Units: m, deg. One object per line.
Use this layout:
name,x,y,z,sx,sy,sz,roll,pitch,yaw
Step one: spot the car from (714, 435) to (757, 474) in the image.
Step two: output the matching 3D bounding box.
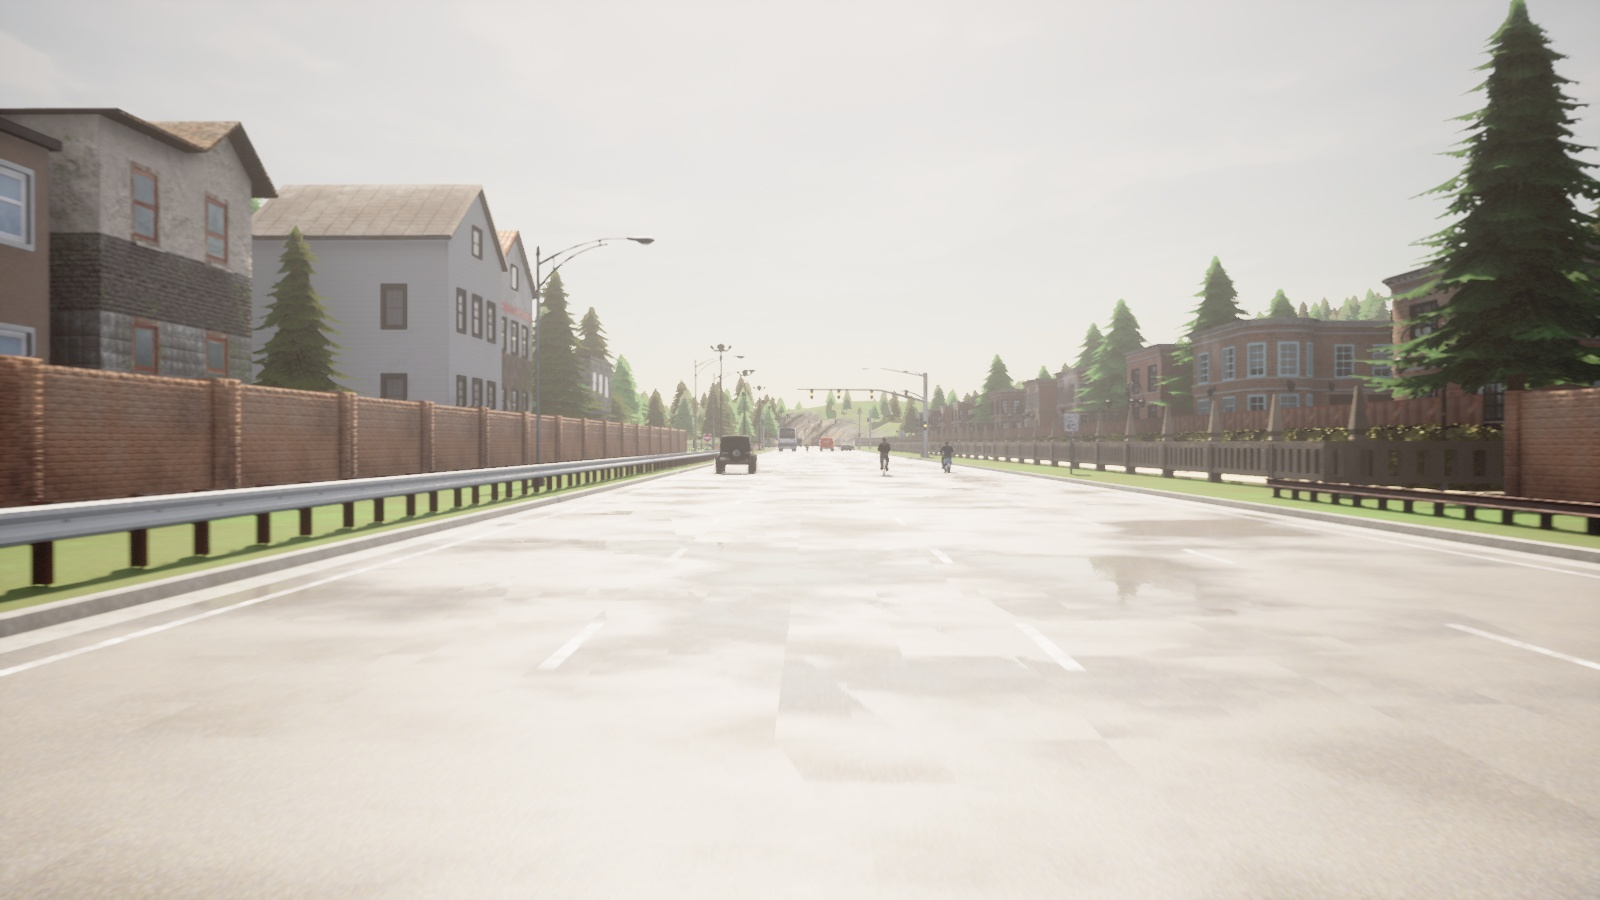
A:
car,-3.132,0.192,62.052,1.905,1.878,3.866,0,0,0
